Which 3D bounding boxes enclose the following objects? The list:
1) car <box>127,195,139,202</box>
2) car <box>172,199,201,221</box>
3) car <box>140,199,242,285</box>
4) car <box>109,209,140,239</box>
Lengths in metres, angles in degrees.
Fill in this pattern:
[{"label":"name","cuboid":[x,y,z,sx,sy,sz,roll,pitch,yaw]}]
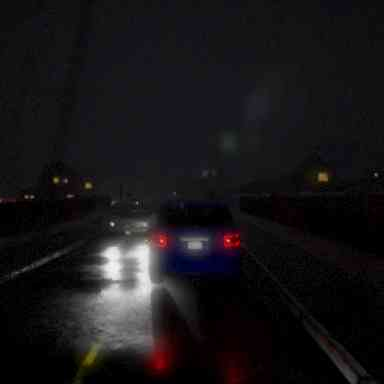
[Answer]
[{"label":"car","cuboid":[-13.746,1.467,77.340,2.097,1.767,4.553,0,0,-19]},{"label":"car","cuboid":[-0.585,1.431,27.258,2.128,1.511,4.902,0,0,-4]},{"label":"car","cuboid":[0.083,1.196,9.581,2.150,2.045,5.566,0,0,0]},{"label":"car","cuboid":[-2.957,1.560,17.303,1.895,1.301,4.718,0,0,-2]}]
